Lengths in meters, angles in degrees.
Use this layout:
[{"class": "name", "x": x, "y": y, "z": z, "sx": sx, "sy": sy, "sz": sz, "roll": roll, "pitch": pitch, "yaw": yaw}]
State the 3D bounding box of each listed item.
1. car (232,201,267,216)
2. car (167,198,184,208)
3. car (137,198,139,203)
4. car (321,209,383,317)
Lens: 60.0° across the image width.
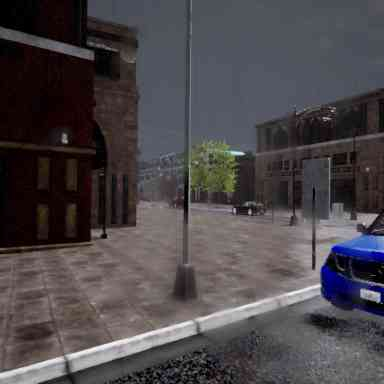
[{"class": "car", "x": 5.761, "y": 1.627, "z": 33.759, "sx": 2.008, "sy": 1.369, "sz": 4.403, "roll": 1, "pitch": -1, "yaw": -27}, {"class": "car", "x": -2.191, "y": 1.627, "z": 49.300, "sx": 1.887, "sy": 1.381, "sz": 4.507, "roll": 1, "pitch": -1, "yaw": -27}, {"class": "car", "x": -12.227, "y": 1.670, "z": 68.993, "sx": 1.802, "sy": 1.307, "sz": 4.206, "roll": 1, "pitch": -1, "yaw": -27}, {"class": "car", "x": 4.934, "y": 1.222, "z": 6.715, "sx": 5.566, "sy": 2.045, "sz": 2.150, "roll": 0, "pitch": 0, "yaw": -37}]
